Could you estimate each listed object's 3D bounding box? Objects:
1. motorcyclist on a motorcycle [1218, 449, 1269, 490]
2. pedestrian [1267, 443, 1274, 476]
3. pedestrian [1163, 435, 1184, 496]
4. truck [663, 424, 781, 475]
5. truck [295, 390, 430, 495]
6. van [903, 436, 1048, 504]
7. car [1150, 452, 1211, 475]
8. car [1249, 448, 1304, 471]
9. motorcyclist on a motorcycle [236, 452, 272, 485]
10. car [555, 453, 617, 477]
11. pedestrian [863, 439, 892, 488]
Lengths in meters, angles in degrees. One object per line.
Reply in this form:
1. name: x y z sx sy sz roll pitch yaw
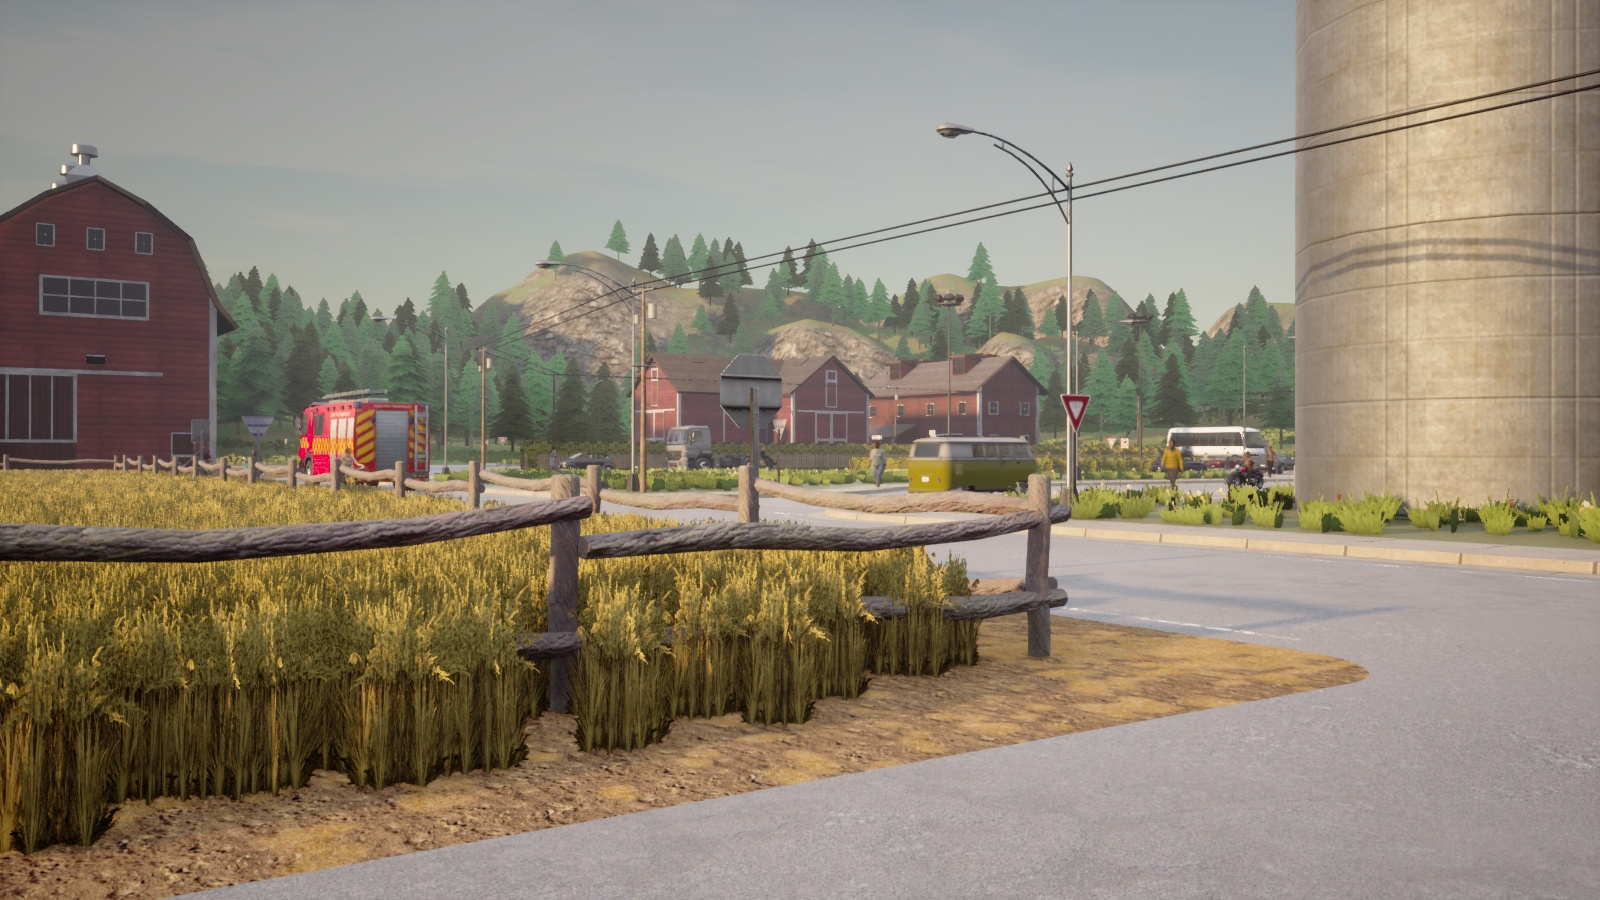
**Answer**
1. motorcyclist on a motorcycle: 18.444 0.784 52.176 2.350 1.649 0.766 0 0 -36
2. pedestrian: 25.839 0.514 69.023 0.328 1.805 0.869 0 0 19
3. pedestrian: 11.283 0.469 37.943 0.431 1.840 0.709 0 0 33
4. truck: -5.468 -0.009 88.553 7.936 3.462 2.891 0 0 -35
5. truck: -17.578 -0.260 50.033 2.891 3.827 8.468 0 0 -35
6. van: 5.404 0.580 38.444 4.442 1.987 1.775 0 0 -37
7. car: 25.794 0.912 85.116 4.193 1.474 1.816 0 0 -36
8. car: 35.180 0.675 92.625 2.152 1.651 5.027 0 0 42
9. motorcyclist on a motorcycle: -26.843 0.883 61.731 0.866 1.590 1.817 0 0 4
10. car: -14.113 0.955 82.858 3.705 1.549 1.789 0 0 -27
11. pedestrian: 2.987 0.512 48.492 0.874 1.855 0.900 0 0 24
